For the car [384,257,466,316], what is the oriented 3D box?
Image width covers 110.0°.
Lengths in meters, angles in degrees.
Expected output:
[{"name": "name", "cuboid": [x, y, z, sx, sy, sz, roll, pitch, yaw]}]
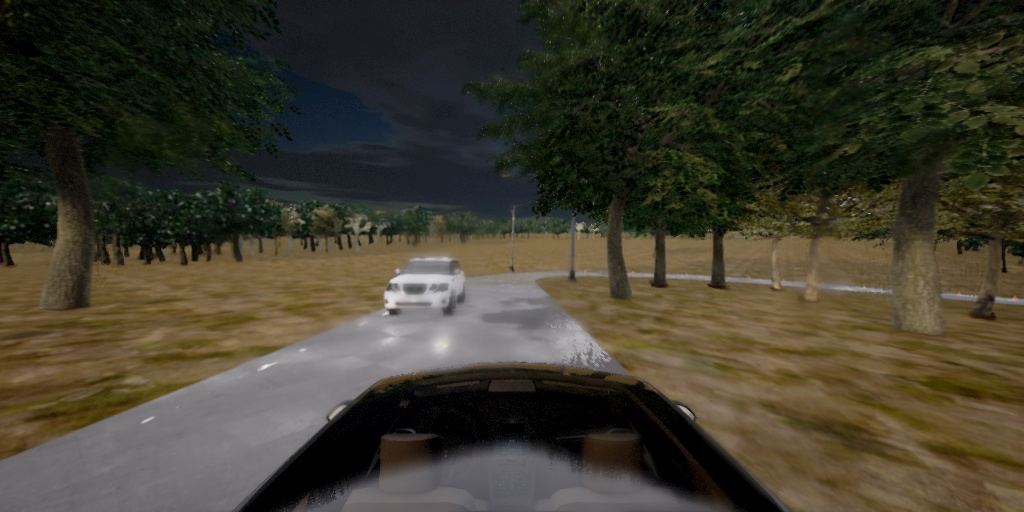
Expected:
[{"name": "car", "cuboid": [-3.105, 1.043, 14.038, 2.150, 2.045, 5.566, 0, -1, 0]}]

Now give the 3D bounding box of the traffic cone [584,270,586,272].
[{"name": "traffic cone", "cuboid": [12.425, 2.453, 61.165, 0.340, 0.580, 0.340, 0, 0, -33]}]
